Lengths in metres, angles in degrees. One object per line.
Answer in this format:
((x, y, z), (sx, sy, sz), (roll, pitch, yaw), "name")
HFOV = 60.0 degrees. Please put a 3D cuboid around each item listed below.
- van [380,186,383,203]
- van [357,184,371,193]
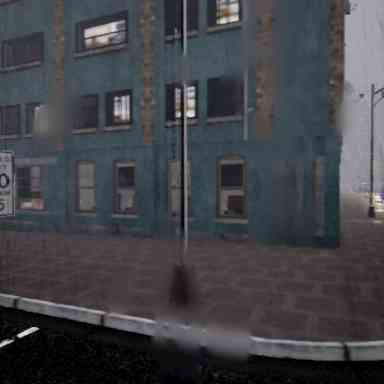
((19.147, 0.247, 31.903), (1.690, 1.788, 3.998), (1, 2, 24), "van")
((32.452, -0.679, 62.428), (1.690, 1.788, 3.998), (1, 2, 24), "van")
